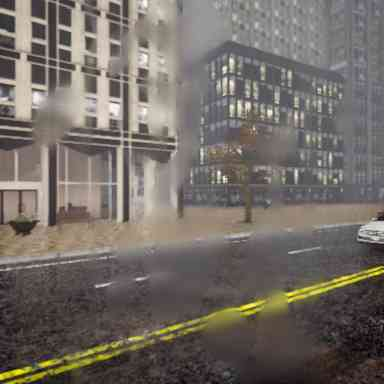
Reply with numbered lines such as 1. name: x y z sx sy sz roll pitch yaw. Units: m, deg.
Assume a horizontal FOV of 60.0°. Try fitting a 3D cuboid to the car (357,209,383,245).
1. car: 9.043 1.541 14.363 4.674 1.442 1.812 0 0 -36
